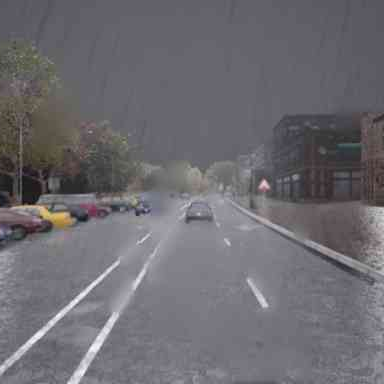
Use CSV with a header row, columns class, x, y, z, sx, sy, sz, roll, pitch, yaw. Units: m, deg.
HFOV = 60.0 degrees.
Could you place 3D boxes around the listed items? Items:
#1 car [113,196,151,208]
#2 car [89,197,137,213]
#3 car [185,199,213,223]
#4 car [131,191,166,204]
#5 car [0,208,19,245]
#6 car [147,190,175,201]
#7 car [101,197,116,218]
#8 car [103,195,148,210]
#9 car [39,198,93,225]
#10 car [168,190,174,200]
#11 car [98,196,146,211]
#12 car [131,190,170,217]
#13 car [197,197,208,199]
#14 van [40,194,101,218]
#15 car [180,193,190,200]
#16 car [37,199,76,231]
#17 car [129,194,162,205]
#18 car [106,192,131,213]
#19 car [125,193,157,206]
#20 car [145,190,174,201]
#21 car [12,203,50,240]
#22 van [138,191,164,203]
class,x,y,z,sx,sy,sz,roll,pitch,yaw
car,-8.115,1.289,45.021,4.792,1.488,2.163,-1,1,-17
car,-8.571,1.332,36.139,4.892,1.521,2.231,-1,0,-17
car,0.546,1.472,24.728,1.994,1.385,4.181,0,0,2
car,-7.471,0.890,56.847,5.566,2.045,2.435,-1,1,-17
car,-9.334,1.486,12.405,4.674,1.452,2.002,0,0,-19
car,-6.651,0.713,71.618,5.566,2.045,2.435,-1,1,-17
car,-8.952,1.425,27.233,4.674,1.452,2.002,-1,0,-18
car,-8.431,1.285,42.019,5.366,1.575,1.946,-1,1,-17
car,-9.144,1.414,21.291,5.008,1.535,2.097,-1,0,-19
car,-6.782,1.030,65.794,5.366,1.575,1.946,-1,0,-17
car,-8.236,1.303,39.163,5.366,1.575,1.946,-1,0,-17
car,-3.620,1.102,29.932,2.150,2.045,5.566,0,0,2
car,1.270,1.345,41.148,2.033,1.411,5.357,0,1,3
van,-9.169,1.177,24.220,4.442,1.987,1.878,-1,1,-18
car,-1.377,0.940,70.635,1.837,1.490,4.892,0,1,3
car,-9.409,1.426,18.264,5.366,1.575,1.946,-1,0,-19
car,-7.609,1.173,53.908,5.008,1.535,2.097,-1,0,-17
car,-8.676,1.224,33.177,4.553,1.767,2.185,-1,1,-18
car,-7.794,1.078,50.938,4.553,1.767,2.185,-1,0,-17
car,-6.765,0.748,68.692,5.566,2.045,2.435,-1,0,-17
car,-9.291,1.477,15.353,4.674,1.452,2.002,-1,0,-19
van,-7.387,0.884,59.773,4.442,1.987,1.878,-1,1,-17
